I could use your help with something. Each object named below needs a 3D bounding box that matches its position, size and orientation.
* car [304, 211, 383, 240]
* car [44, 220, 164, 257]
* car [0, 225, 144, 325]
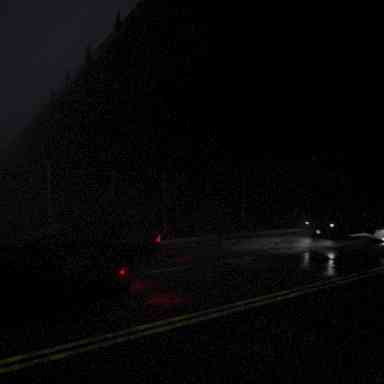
[{"bbox_3d":[8.270,1.746,18.210,4.718,1.301,1.895,1,0,-34],"label":"car"},{"bbox_3d":[-3.502,1.565,10.071,5.357,1.411,2.033,1,0,-35],"label":"car"},{"bbox_3d":[-3.746,1.543,5.634,5.357,1.411,2.033,1,0,-35],"label":"car"}]
